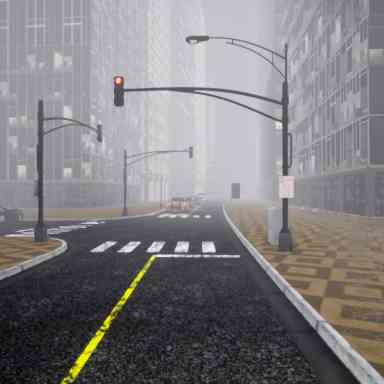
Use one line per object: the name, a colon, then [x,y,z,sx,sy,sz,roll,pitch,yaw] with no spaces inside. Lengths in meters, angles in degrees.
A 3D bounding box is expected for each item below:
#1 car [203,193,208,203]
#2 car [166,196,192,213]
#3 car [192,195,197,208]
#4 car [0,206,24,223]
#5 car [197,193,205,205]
car: [2.124,1.132,69.565,2.150,2.045,5.566,0,0,8]
car: [-1.550,1.327,36.949,2.097,1.767,4.553,0,0,5]
car: [-0.765,1.465,45.972,1.837,1.490,4.892,0,0,6]
car: [-16.475,1.854,28.049,4.403,1.369,2.008,-1,1,10]
car: [0.446,1.432,57.210,2.128,1.511,4.902,0,0,7]
